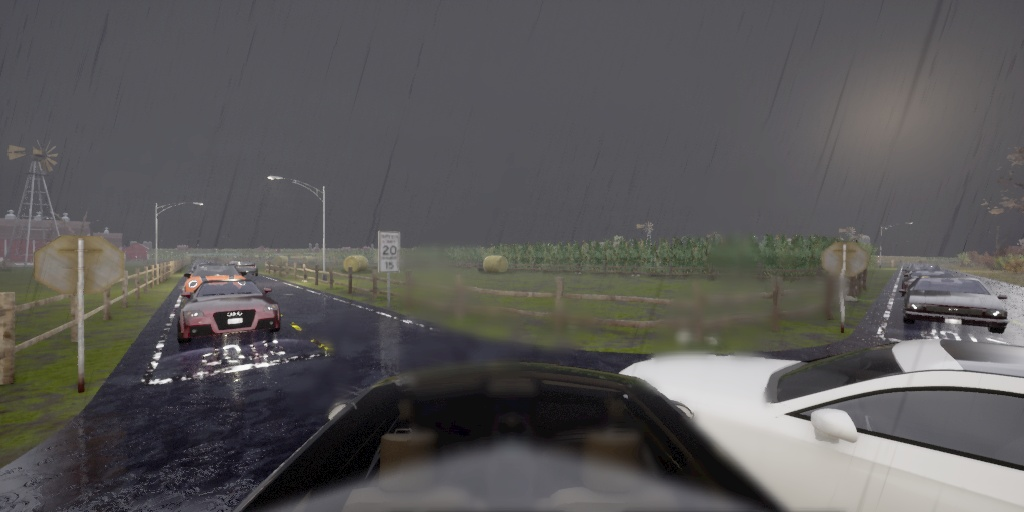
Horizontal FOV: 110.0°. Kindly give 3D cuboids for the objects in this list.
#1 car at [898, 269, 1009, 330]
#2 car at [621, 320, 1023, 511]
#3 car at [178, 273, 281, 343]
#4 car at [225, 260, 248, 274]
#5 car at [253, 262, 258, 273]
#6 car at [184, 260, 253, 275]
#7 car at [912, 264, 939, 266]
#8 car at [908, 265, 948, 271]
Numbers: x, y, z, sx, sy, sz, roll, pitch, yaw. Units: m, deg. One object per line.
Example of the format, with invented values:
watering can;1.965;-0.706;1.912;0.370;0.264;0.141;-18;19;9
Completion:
car;13.611;1.335;11.232;5.357;1.411;2.033;0;1;-42
car;2.855;1.293;2.254;1.812;1.442;4.674;0;1;-43
car;-7.858;1.350;9.934;1.994;1.385;4.181;0;0;-42
car;-33.332;1.278;43.327;1.837;1.490;4.892;0;0;-41
car;-26.676;1.262;35.811;2.128;1.511;4.902;0;0;-41
car;-13.578;1.131;16.467;2.097;1.767;4.553;0;0;-41
car;28.621;1.307;24.887;4.902;1.511;2.128;0;1;-42
car;21.000;1.364;17.960;4.181;1.385;1.994;0;1;-43
